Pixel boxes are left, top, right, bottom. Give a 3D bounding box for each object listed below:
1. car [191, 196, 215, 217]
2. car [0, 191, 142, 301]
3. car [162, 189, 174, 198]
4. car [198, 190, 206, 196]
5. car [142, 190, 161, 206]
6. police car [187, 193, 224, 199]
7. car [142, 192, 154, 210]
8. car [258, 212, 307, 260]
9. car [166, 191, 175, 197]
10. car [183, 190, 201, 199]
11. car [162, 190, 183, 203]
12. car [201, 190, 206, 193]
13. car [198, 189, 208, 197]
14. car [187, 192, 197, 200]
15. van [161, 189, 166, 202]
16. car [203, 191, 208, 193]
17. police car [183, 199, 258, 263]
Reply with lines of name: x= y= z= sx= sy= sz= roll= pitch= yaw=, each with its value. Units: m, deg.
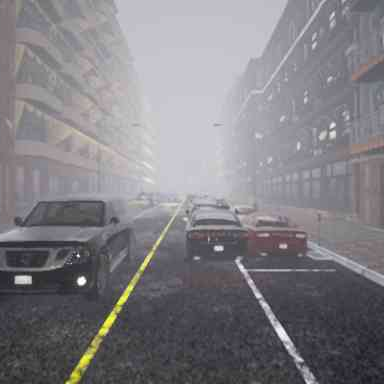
car: x=0.826 y=1.121 z=27.295 sx=1.812 sy=1.442 sz=4.674 roll=0 pitch=1 yaw=0
car: x=-2.848 y=1.091 z=8.367 sx=2.150 sy=2.045 sz=5.566 roll=0 pitch=1 yaw=0
car: x=-5.291 y=0.325 z=72.515 sx=2.192 sy=1.841 sz=5.009 roll=1 pitch=1 yaw=0
car: x=2.550 y=0.262 z=89.051 sx=1.967 sy=1.590 sz=4.097 roll=1 pitch=1 yaw=0
car: x=-5.289 y=0.744 z=39.336 sx=2.192 sy=1.841 sz=5.009 roll=2 pitch=1 yaw=0
police car: x=0.826 y=1.104 z=21.402 sx=1.930 sy=1.638 sz=5.238 roll=0 pitch=1 yaw=0
car: x=-5.295 y=1.033 z=33.638 sx=1.752 sy=1.417 sz=4.829 roll=2 pitch=1 yaw=0
car: x=2.585 y=1.366 z=11.626 sx=1.887 sy=1.381 sz=4.507 roll=1 pitch=1 yaw=0
car: x=-5.298 y=0.447 z=83.580 sx=1.947 sy=1.339 sz=4.313 roll=1 pitch=1 yaw=0
car: x=0.003 y=0.813 z=48.311 sx=1.837 sy=1.490 sz=4.892 roll=0 pitch=1 yaw=0
car: x=-2.836 y=0.792 z=48.878 sx=2.128 sy=1.511 sz=4.902 roll=0 pitch=1 yaw=0
car: x=2.584 y=0.757 z=55.867 sx=1.887 sy=1.381 sz=4.507 roll=1 pitch=1 yaw=0
car: x=2.554 y=0.260 z=77.986 sx=2.192 sy=1.841 sz=5.009 roll=1 pitch=1 yaw=0
car: x=0.000 y=0.727 z=62.870 sx=1.895 sy=1.301 sz=4.718 roll=0 pitch=1 yaw=0
van: x=-5.291 y=0.623 z=50.395 sx=1.690 sy=1.788 sz=3.998 roll=2 pitch=1 yaw=0
car: x=2.584 y=0.981 z=39.277 sx=2.008 sy=1.369 sz=4.403 roll=1 pitch=1 yaw=0
police car: x=0.713 y=1.249 z=11.401 sx=1.930 sy=1.638 sz=5.238 roll=0 pitch=1 yaw=0
